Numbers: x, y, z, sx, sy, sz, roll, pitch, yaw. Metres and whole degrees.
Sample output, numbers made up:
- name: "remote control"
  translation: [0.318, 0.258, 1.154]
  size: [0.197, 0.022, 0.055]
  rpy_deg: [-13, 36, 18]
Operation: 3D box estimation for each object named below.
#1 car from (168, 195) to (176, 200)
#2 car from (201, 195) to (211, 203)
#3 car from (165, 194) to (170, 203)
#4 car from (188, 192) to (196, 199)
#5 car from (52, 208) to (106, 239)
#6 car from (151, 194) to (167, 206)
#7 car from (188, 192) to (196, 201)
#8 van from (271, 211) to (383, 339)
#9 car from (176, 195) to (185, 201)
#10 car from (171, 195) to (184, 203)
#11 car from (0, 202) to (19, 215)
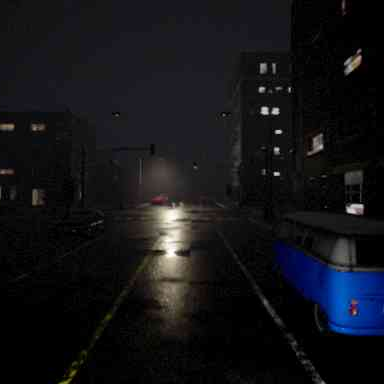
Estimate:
- name: "car"
  translation: [-5.672, 1.484, 94.897]
  size: [1.802, 1.307, 4.206]
  rpy_deg: [1, 0, 0]
- name: "car"
  translation: [2.709, 1.371, 66.523]
  size: [1.967, 1.590, 4.097]
  rpy_deg: [1, 0, 0]
- name: "car"
  translation: [-5.673, 1.482, 60.776]
  size: [1.887, 1.381, 4.507]
  rpy_deg: [1, 0, 0]
- name: "car"
  translation: [0.005, 0.962, 93.219]
  size: [2.150, 2.045, 5.566]
  rpy_deg: [0, 0, 0]
- name: "car"
  translation: [-5.676, 1.534, 17.138]
  size: [2.008, 1.369, 4.403]
  rpy_deg: [1, 0, 0]
- name: "car"
  translation: [-5.750, 1.488, 55.094]
  size: [1.887, 1.381, 4.507]
  rpy_deg: [1, 0, 0]
- name: "car"
  translation: [0.005, 1.446, 82.764]
  size: [2.033, 1.411, 5.357]
  rpy_deg: [0, 0, 0]
- name: "van"
  translation: [2.708, 1.335, 6.316]
  size: [1.690, 1.788, 3.998]
  rpy_deg: [1, 0, 0]
- name: "car"
  translation: [-2.997, 1.438, 85.604]
  size: [2.033, 1.411, 5.357]
  rpy_deg: [0, 0, 0]
- name: "car"
  translation: [-2.997, 1.427, 70.004]
  size: [1.837, 1.490, 4.892]
  rpy_deg: [0, 0, 0]
- name: "car"
  translation: [-19.298, 1.579, 32.393]
  size: [4.507, 1.381, 1.887]
  rpy_deg: [0, -1, 1]
